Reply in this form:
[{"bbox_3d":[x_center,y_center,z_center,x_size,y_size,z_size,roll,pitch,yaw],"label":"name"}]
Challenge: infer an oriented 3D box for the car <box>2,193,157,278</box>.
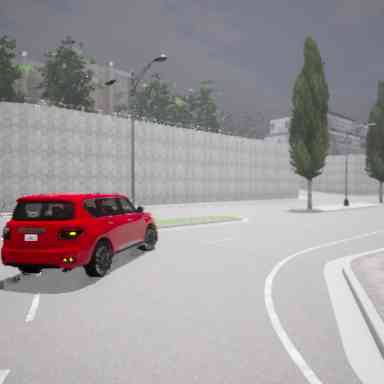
[{"bbox_3d":[-2.851,1.035,9.808,2.150,2.045,5.566,-1,1,13],"label":"car"}]
